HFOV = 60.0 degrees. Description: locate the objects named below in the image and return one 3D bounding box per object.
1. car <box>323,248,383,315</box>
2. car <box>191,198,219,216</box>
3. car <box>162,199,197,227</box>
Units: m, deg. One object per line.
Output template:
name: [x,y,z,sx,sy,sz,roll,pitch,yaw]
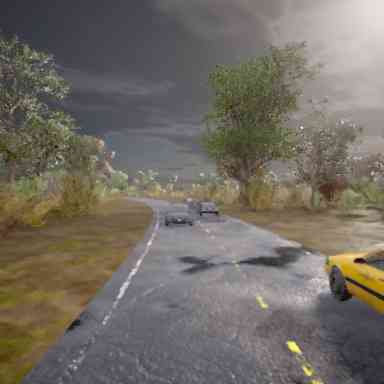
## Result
car: [3.862,1.456,5.295,1.801,1.575,5.366,0,0,-1]
car: [1.356,1.530,32.267,2.033,1.411,5.357,0,0,-6]
car: [-0.939,1.491,22.835,1.837,1.490,4.892,0,0,-4]
